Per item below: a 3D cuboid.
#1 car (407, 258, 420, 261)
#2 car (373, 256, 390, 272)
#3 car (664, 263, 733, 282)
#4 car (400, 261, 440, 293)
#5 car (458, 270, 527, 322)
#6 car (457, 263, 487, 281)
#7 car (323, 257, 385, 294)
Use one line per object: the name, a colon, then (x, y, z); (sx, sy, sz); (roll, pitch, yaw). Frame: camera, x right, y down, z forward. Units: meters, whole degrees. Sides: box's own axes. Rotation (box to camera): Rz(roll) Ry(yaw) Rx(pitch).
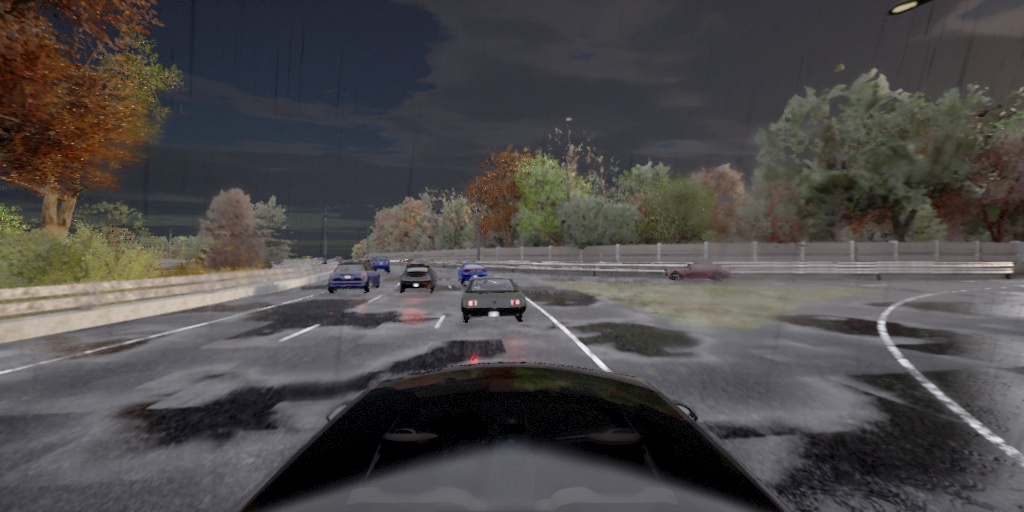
car: (-11.249, 1.277, 41.319); (2.128, 1.511, 4.902); (0, 0, -21)
car: (-16.884, 1.027, 45.641); (2.150, 2.045, 5.566); (0, 0, -25)
car: (14.303, 1.225, 27.707); (4.674, 1.442, 1.812); (0, 0, 21)
car: (-5.434, 1.272, 21.241); (1.837, 1.490, 4.892); (0, 0, -9)
car: (-0.737, 1.353, 12.343); (1.895, 1.301, 4.718); (0, 0, -6)
car: (-3.052, 1.236, 27.054); (1.882, 1.535, 5.008); (0, 0, -13)
car: (-9.070, 1.132, 20.989); (2.097, 1.767, 4.553); (0, 0, -11)
